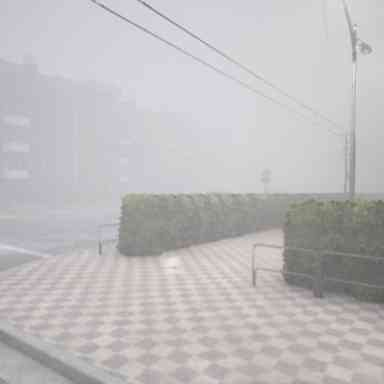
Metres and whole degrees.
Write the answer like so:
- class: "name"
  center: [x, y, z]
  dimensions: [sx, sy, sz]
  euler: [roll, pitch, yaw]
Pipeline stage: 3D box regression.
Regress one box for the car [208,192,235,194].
- class: "car"
  center: [3.251, 0.991, 30.991]
  dimensions: [2.150, 2.045, 5.566]
  euler: [1, 1, 36]
